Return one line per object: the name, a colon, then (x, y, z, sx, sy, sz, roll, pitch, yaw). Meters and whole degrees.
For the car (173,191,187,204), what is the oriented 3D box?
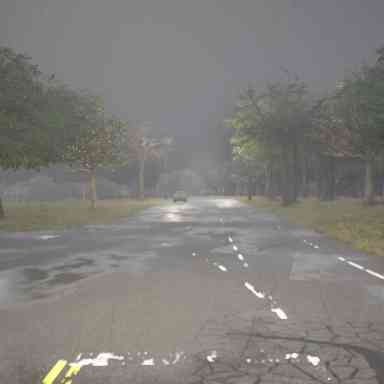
car: (-1.995, 0.856, 56.001, 2.150, 2.045, 5.566, -1, 1, 2)
